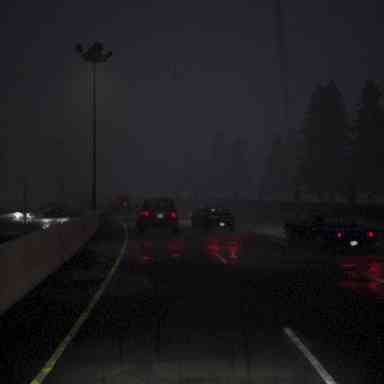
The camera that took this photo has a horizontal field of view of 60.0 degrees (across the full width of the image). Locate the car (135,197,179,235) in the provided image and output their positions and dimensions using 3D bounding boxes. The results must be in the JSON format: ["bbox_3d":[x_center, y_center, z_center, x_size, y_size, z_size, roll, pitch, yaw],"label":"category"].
[{"bbox_3d":[-2.143,1.323,19.745,2.150,2.045,5.566,0,0,-11],"label":"car"}]

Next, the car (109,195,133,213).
[{"bbox_3d":[-8.572,1.432,39.961,2.150,2.045,5.566,0,0,-23],"label":"car"}]

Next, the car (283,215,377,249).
[{"bbox_3d":[5.823,1.660,14.820,1.895,1.301,4.718,0,0,-8],"label":"car"}]

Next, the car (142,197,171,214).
[{"bbox_3d":[-4.169,1.544,38.385,2.097,1.767,4.553,0,0,-22],"label":"car"}]

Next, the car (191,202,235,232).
[{"bbox_3d":[1.191,1.588,20.700,2.128,1.511,4.902,0,0,-11],"label":"car"}]

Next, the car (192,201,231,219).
[{"bbox_3d":[1.782,1.699,32.439,2.033,1.411,5.357,0,0,-18],"label":"car"}]
